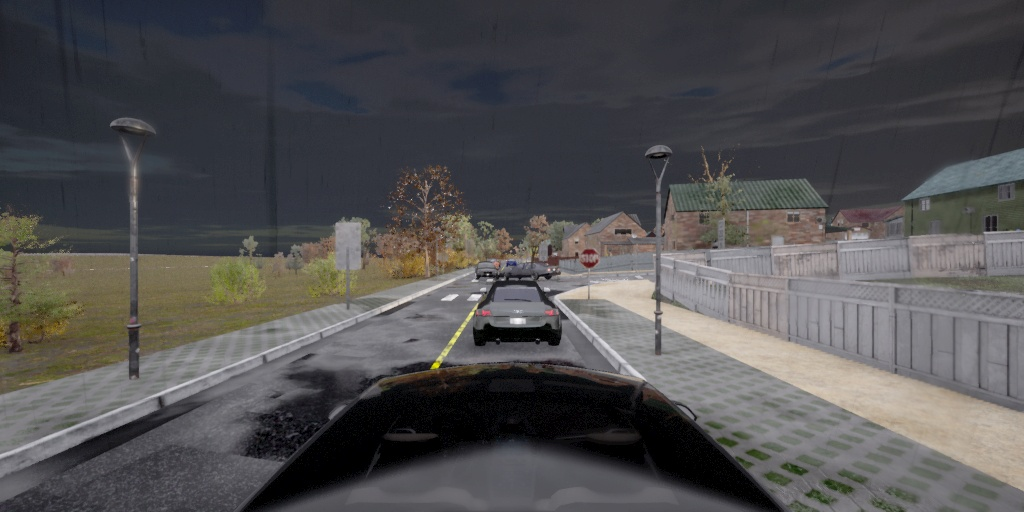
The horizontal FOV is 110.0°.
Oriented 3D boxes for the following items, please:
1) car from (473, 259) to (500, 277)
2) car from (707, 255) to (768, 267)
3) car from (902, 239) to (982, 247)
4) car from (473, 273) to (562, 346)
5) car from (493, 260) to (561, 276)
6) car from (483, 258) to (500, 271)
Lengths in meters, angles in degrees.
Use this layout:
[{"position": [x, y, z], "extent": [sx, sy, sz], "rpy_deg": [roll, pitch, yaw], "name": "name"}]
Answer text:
[{"position": [-2.294, 1.258, 31.336], "extent": [1.837, 1.490, 4.892], "rpy_deg": [0, 0, -8], "name": "car"}, {"position": [14.356, 0.413, 22.826], "extent": [4.181, 1.385, 1.994], "rpy_deg": [-3, 0, 16], "name": "car"}, {"position": [23.860, -0.209, 20.418], "extent": [4.902, 1.511, 2.128], "rpy_deg": [-3, 0, 14], "name": "car"}, {"position": [0.091, 1.313, 9.414], "extent": [1.994, 1.385, 4.181], "rpy_deg": [0, 0, -1], "name": "car"}, {"position": [1.297, 1.198, 28.430], "extent": [5.357, 1.411, 2.033], "rpy_deg": [-4, -3, 43], "name": "car"}, {"position": [-2.920, 1.121, 51.154], "extent": [2.097, 1.767, 4.553], "rpy_deg": [0, 0, 1], "name": "car"}]
